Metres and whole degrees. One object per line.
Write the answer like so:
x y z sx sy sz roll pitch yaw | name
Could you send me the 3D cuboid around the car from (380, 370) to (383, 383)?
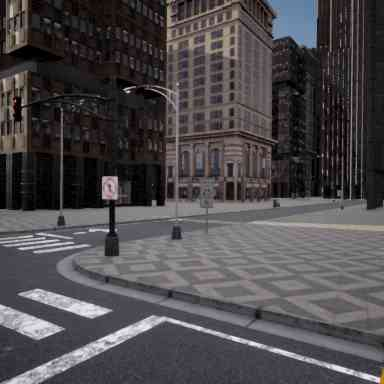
3.507 1.478 1.192 5.008 1.535 1.882 0 0 35 | car
